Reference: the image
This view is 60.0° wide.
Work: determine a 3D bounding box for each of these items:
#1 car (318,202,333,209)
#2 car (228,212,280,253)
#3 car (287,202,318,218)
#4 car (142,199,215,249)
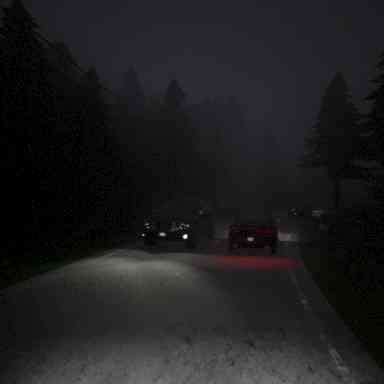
[{"bbox_3d":[20.566,2.257,52.776,1.895,1.301,4.718,0,-1,42],"label":"car"},{"bbox_3d":[2.832,1.639,14.802,1.882,1.535,5.008,0,-1,15],"label":"car"},{"bbox_3d":[11.046,1.895,33.807,2.128,1.511,4.902,0,-1,29],"label":"car"},{"bbox_3d":[-0.407,1.367,15.919,2.150,2.045,5.566,0,-1,17],"label":"car"}]
